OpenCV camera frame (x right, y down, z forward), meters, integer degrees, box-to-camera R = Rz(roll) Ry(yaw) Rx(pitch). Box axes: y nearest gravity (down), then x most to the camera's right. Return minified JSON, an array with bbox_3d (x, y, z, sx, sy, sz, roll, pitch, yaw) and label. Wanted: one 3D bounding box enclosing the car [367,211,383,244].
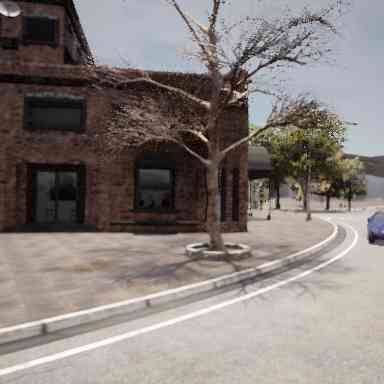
[{"bbox_3d":[9.754,1.691,16.431,1.812,1.442,4.674,1,0,27],"label":"car"}]
